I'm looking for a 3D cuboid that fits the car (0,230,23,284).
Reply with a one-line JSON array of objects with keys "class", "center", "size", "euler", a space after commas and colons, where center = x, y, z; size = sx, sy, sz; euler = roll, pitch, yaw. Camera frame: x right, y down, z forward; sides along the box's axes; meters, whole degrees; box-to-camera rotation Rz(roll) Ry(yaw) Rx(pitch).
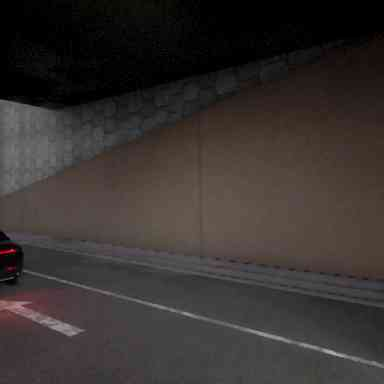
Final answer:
[{"class": "car", "center": [-6.152, 1.504, 8.387], "size": [4.892, 1.490, 1.837], "euler": [0, 0, 36]}]
